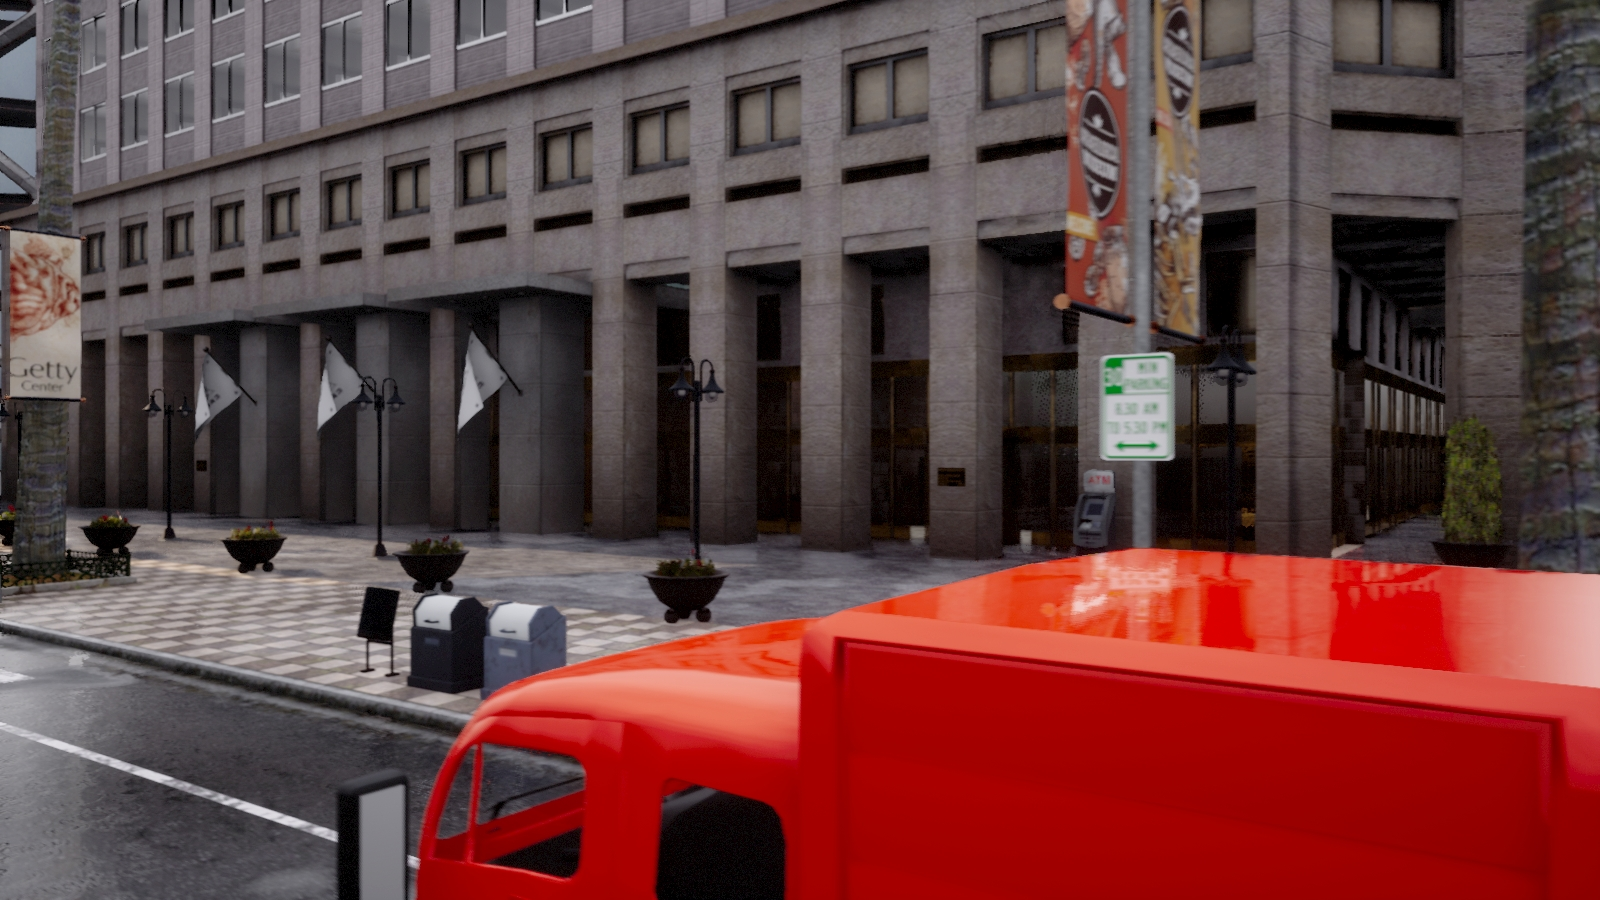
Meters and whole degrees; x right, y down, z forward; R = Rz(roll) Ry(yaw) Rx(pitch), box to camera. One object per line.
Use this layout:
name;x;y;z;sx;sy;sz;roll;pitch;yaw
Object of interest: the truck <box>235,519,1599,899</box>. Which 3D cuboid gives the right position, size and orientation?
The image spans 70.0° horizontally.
truck;1.237;1.567;2.919;5.204;2.467;2.627;0;0;35
